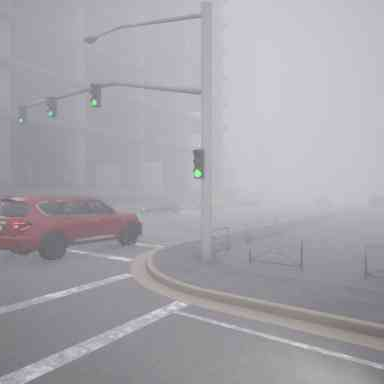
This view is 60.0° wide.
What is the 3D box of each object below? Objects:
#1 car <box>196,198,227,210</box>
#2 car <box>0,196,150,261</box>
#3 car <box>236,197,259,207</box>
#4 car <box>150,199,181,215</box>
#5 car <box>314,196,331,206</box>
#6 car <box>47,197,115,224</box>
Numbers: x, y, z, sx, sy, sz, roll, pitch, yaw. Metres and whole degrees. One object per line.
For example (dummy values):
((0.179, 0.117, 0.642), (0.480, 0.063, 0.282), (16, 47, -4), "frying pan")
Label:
((2.385, 1.422, 40.519), (1.882, 1.535, 5.008), (0, 0, 36), "car")
((-4.359, 1.176, 12.448), (2.150, 2.045, 5.566), (0, 0, 35), "car")
((8.246, 1.470, 48.734), (1.812, 1.442, 4.674), (0, 0, 36), "car")
((-3.065, 1.436, 32.831), (2.128, 1.511, 4.902), (0, 0, 35), "car")
((21.844, 1.422, 55.548), (1.882, 1.535, 5.008), (0, 0, 35), "car")
((-8.329, 1.296, 25.407), (2.097, 1.767, 4.553), (0, 0, 36), "car")
